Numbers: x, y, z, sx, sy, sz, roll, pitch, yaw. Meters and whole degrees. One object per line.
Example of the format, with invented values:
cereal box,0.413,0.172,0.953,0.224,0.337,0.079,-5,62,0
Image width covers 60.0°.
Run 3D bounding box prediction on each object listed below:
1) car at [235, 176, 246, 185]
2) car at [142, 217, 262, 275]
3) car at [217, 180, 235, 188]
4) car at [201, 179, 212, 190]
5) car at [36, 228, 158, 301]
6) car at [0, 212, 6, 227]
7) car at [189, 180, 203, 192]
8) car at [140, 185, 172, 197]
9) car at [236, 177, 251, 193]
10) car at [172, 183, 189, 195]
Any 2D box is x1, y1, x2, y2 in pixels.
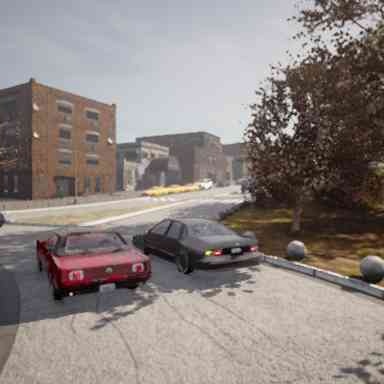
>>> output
car,12.344,-2.563,84.821,2.231,1.521,4.892,0,4,28
car,-0.174,1.505,10.505,2.033,1.411,5.357,0,0,-31
car,7.215,-1.834,75.018,2.163,1.488,4.792,0,4,28
car,2.105,-1.416,65.229,2.435,2.045,5.566,0,4,28
car,-2.753,1.567,8.392,1.895,1.301,4.718,0,0,-30
car,-13.556,1.474,20.261,4.181,1.385,1.994,0,0,17
car,-0.576,-0.802,60.107,1.946,1.575,5.366,0,4,28
car,-5.693,-0.101,50.340,1.946,1.575,5.366,0,4,28
car,9.688,-0.951,54.311,2.150,2.045,5.566,0,4,28
car,-3.131,-0.453,55.220,1.946,1.575,5.366,0,4,28
